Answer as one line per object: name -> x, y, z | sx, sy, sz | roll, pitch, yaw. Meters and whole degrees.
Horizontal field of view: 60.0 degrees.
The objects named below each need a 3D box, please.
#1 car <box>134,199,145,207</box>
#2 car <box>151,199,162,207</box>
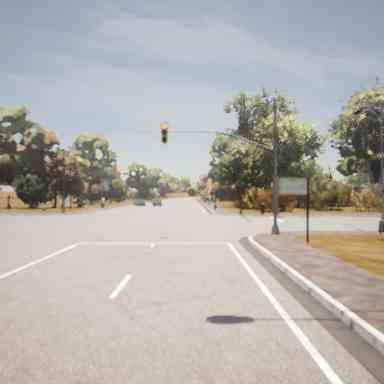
car -> -10.610, 2.205, 67.509 | 1.837, 1.490, 4.892 | 0, 0, 0
car -> -7.112, 2.205, 67.589 | 1.837, 1.490, 4.892 | 0, 0, 0
